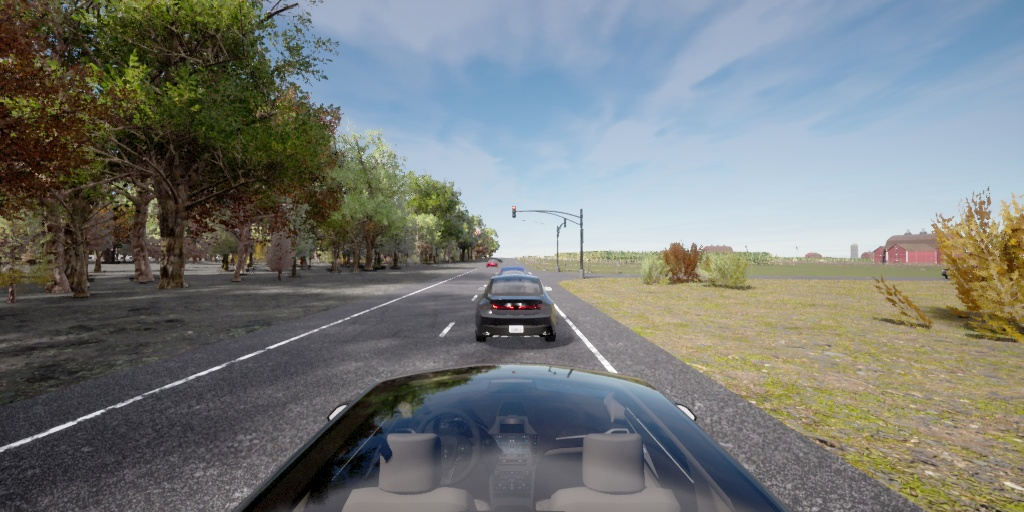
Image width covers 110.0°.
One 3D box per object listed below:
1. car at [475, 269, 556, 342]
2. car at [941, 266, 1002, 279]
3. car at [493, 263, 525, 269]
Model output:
[{"bbox_3d":[0.081,1.257,9.793,1.837,1.490,4.892,0,0,0],"label":"car"},{"bbox_3d":[48.434,1.768,37.793,4.902,1.511,2.128,1,-1,0],"label":"car"},{"bbox_3d":[0.076,1.280,19.042,1.812,1.442,4.674,0,0,0],"label":"car"}]
